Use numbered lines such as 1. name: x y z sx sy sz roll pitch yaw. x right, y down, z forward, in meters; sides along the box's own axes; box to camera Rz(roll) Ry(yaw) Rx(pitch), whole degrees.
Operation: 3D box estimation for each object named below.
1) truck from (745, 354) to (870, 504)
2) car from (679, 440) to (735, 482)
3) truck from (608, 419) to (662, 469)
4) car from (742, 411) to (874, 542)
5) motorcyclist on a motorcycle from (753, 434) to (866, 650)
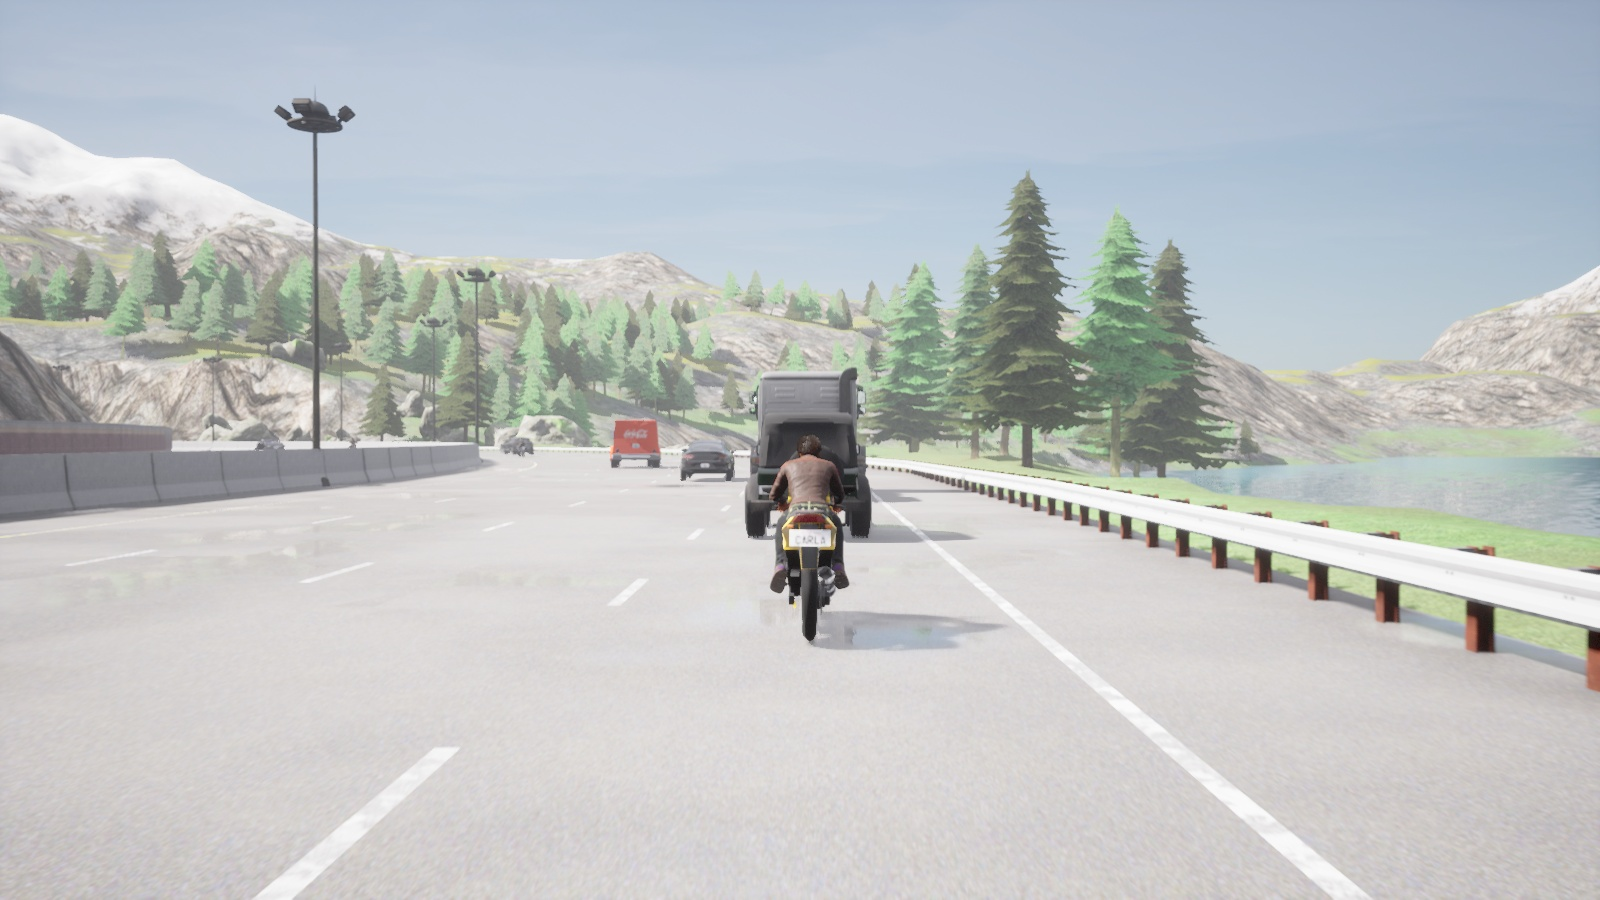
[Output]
1. truck: 0.198 -0.527 33.027 2.891 3.462 7.936 0 1 0
2. car: -3.339 0.364 45.882 1.812 1.442 4.674 0 0 -1
3. truck: -8.655 -0.326 65.563 2.627 2.467 5.204 0 0 -9
4. car: 0.126 0.365 19.977 1.905 1.878 3.866 0 0 0
5. motorcyclist on a motorcycle: 0.070 0.641 9.883 0.797 1.523 2.044 0 0 0
